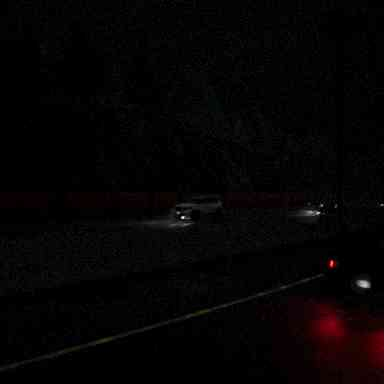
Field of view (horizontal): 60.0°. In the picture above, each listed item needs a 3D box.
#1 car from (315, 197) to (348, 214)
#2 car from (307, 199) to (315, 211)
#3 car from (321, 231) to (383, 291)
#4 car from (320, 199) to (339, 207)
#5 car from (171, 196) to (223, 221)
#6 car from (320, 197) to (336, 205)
[{"bbox_3d":[16.044,1.570,37.657,2.097,1.767,4.553,0,0,38],"label":"car"},{"bbox_3d":[17.147,1.607,44.703,2.097,1.767,4.553,0,0,38],"label":"car"},{"bbox_3d":[5.256,1.654,8.495,4.718,1.301,1.895,0,0,-42],"label":"car"},{"bbox_3d":[24.811,1.910,59.994,1.994,1.385,4.181,0,0,39],"label":"car"},{"bbox_3d":[0.605,1.365,29.415,2.150,2.045,5.566,0,0,39],"label":"car"},{"bbox_3d":[28.976,1.910,70.904,1.837,1.490,4.892,0,0,38],"label":"car"}]
